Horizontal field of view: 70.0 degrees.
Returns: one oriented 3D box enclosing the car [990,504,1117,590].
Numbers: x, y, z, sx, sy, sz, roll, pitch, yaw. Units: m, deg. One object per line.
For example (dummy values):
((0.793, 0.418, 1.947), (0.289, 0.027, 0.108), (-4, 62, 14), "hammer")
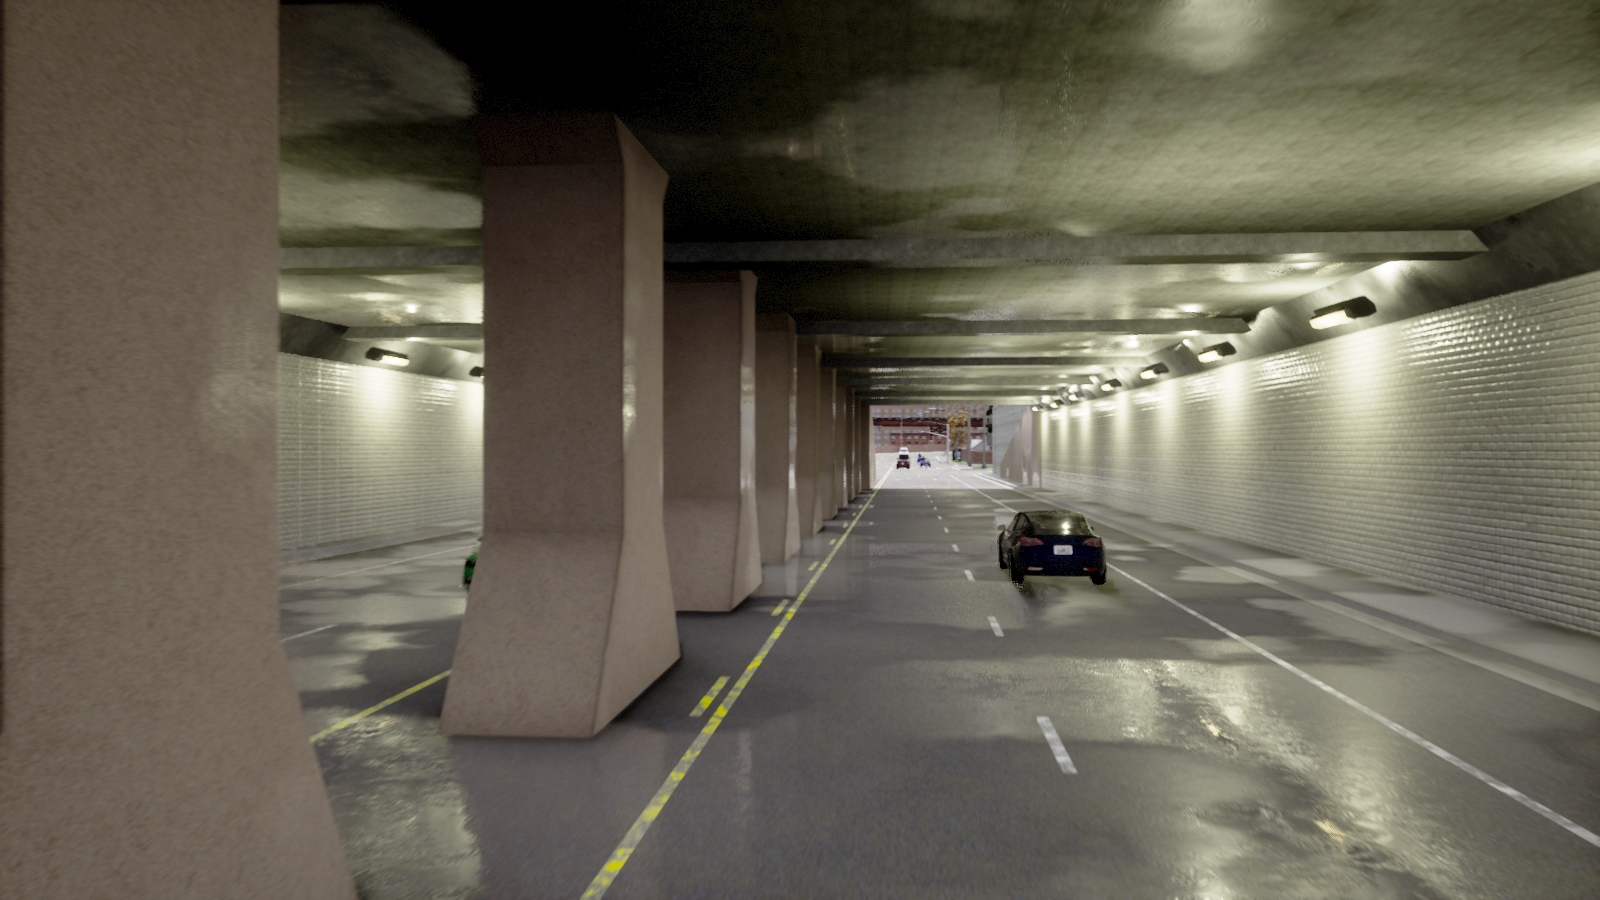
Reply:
((5.497, 2.064, 25.374), (2.163, 1.488, 4.792), (0, 0, 5), "car")
